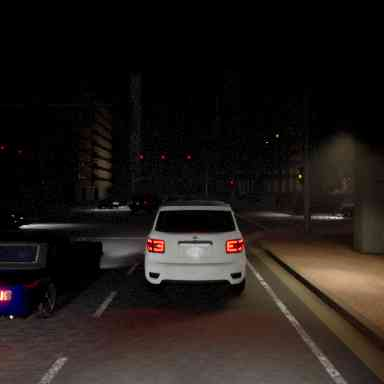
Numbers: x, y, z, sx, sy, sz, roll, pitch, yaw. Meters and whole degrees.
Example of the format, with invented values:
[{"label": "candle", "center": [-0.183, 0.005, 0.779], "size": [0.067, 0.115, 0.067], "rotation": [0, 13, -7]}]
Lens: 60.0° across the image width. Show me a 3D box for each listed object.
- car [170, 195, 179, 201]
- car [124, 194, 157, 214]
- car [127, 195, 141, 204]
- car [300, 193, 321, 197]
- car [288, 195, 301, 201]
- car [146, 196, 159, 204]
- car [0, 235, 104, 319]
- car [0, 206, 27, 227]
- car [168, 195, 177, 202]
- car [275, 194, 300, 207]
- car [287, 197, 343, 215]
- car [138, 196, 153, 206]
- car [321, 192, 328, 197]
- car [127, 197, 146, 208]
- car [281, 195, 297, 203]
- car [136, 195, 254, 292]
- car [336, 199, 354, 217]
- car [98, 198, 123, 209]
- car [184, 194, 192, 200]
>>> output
[{"label": "car", "center": [-4.474, 1.553, 84.583], "size": [1.994, 1.385, 4.181], "rotation": [0, 0, 0]}, {"label": "car", "center": [-4.646, 1.221, 35.375], "size": [2.150, 2.045, 5.566], "rotation": [1, 0, 16]}, {"label": "car", "center": [-11.420, 1.478, 65.740], "size": [1.882, 1.535, 5.008], "rotation": [0, 0, 0]}, {"label": "car", "center": [16.136, 1.156, 47.027], "size": [1.905, 1.878, 3.866], "rotation": [0, 0, 0]}, {"label": "car", "center": [24.580, 1.395, 79.603], "size": [1.970, 1.475, 3.806], "rotation": [0, 0, 0]}, {"label": "car", "center": [-7.911, 1.547, 67.642], "size": [2.033, 1.411, 5.357], "rotation": [0, 0, 0]}, {"label": "car", "center": [-3.419, 1.601, 7.304], "size": [1.895, 1.301, 4.718], "rotation": [0, 0, 1]}, {"label": "car", "center": [-13.269, 1.565, 22.043], "size": [4.181, 1.385, 1.994], "rotation": [0, 0, -1]}, {"label": "car", "center": [-4.433, 1.500, 75.723], "size": [1.837, 1.490, 4.892], "rotation": [0, 0, 0]}, {"label": "car", "center": [13.242, 1.153, 47.078], "size": [1.932, 1.855, 4.605], "rotation": [0, 0, 0]}, {"label": "car", "center": [12.298, 1.505, 32.849], "size": [4.892, 1.490, 1.837], "rotation": [0, 0, 0]}, {"label": "car", "center": [-7.935, 1.505, 57.032], "size": [1.837, 1.490, 4.892], "rotation": [0, 0, 0]}, {"label": "car", "center": [30.159, 1.153, 79.658], "size": [1.932, 1.855, 4.605], "rotation": [0, 0, 0]}, {"label": "car", "center": [-7.906, 1.478, 47.761], "size": [1.882, 1.535, 5.008], "rotation": [0, 0, 0]}, {"label": "car", "center": [18.826, 1.395, 64.496], "size": [1.970, 1.475, 3.806], "rotation": [0, 0, 0]}, {"label": "car", "center": [0.094, 1.221, 9.055], "size": [2.150, 2.045, 5.566], "rotation": [0, 0, 1]}, {"label": "car", "center": [15.453, 1.564, 29.314], "size": [4.181, 1.385, 1.994], "rotation": [0, 0, 1]}, {"label": "car", "center": [-11.401, 1.547, 45.662], "size": [2.033, 1.411, 5.357], "rotation": [0, 0, 0]}, {"label": "car", "center": [-0.979, 1.304, 85.781], "size": [1.882, 1.535, 5.008], "rotation": [0, 0, 0]}]
